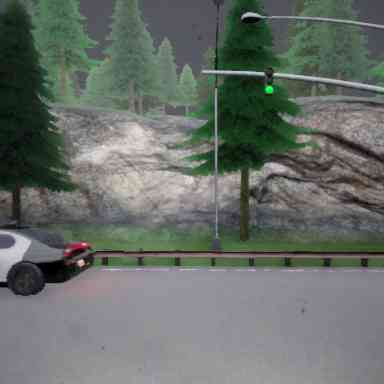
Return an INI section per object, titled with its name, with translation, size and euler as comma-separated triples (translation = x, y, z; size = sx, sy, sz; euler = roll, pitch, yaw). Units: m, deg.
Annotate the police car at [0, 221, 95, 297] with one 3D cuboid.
[police car]
translation = -5.123, 1.566, 8.299
size = 4.974, 1.542, 2.038
euler = 0, -1, 3
